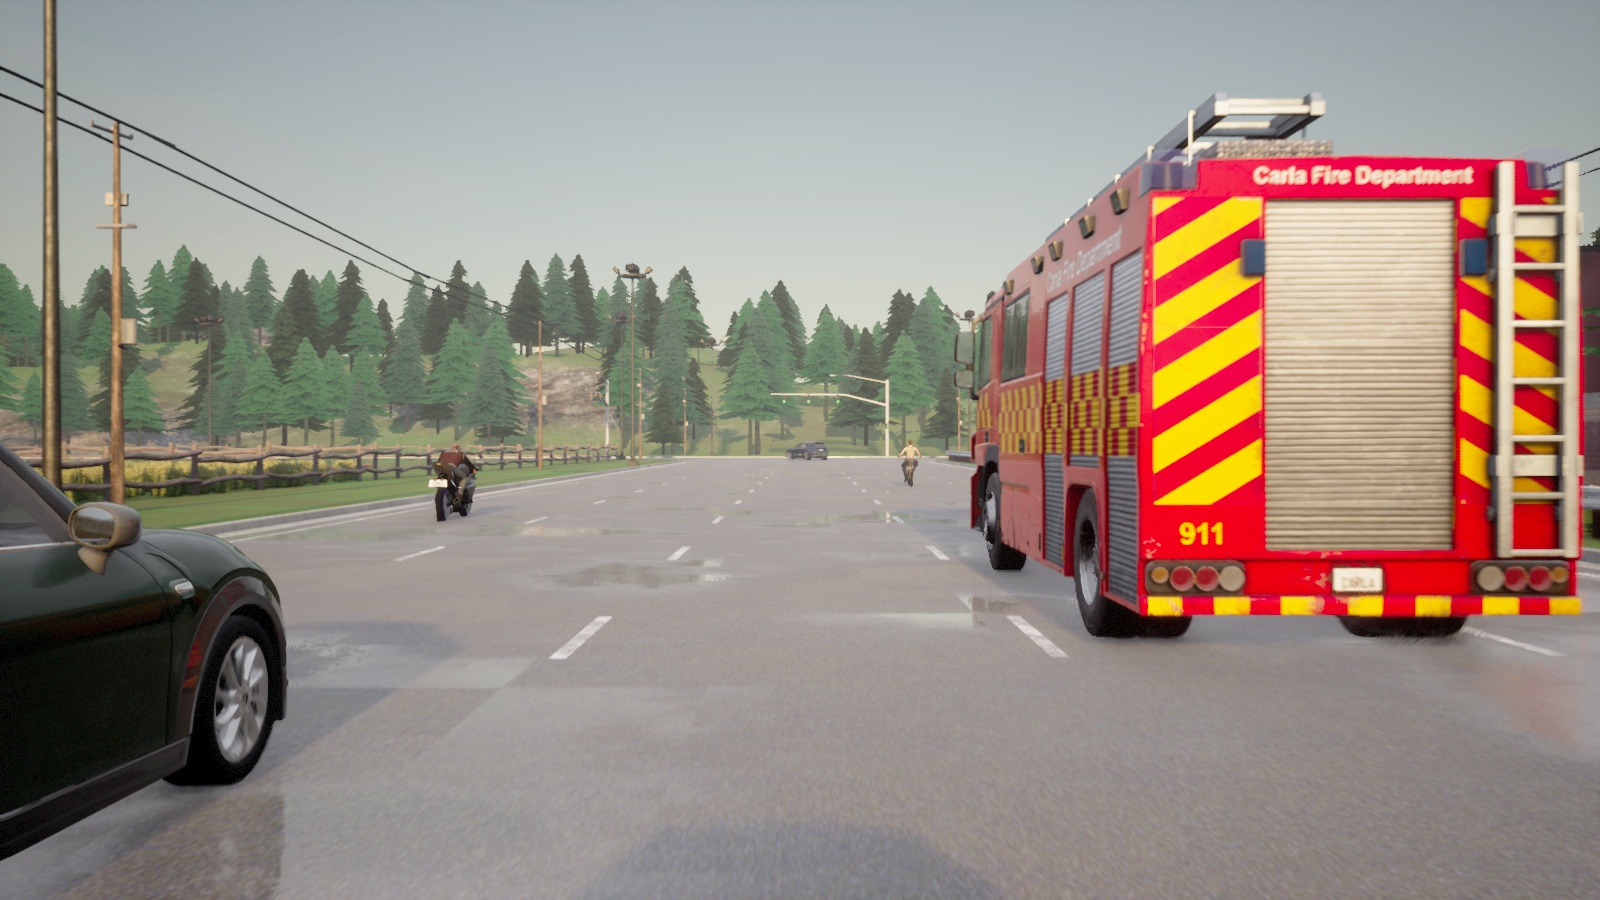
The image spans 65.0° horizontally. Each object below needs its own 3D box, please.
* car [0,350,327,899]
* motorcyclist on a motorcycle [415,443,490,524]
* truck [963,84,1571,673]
[{"bbox_3d":[-3.461,0.579,4.101,2.097,1.767,4.553,0,0,0],"label":"car"},{"bbox_3d":[-6.843,0.636,24.856,0.866,1.530,2.191,0,0,0],"label":"motorcyclist on a motorcycle"},{"bbox_3d":[3.587,-0.485,12.409,2.891,3.827,8.468,0,0,0],"label":"truck"}]
